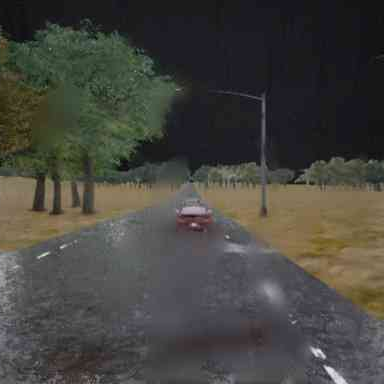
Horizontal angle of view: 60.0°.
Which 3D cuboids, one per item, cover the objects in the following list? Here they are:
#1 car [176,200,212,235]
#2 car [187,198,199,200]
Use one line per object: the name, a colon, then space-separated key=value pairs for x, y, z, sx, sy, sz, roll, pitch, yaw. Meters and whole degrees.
car: x=0.098 y=1.455 z=18.778 sx=1.882 sy=1.535 sz=5.008 roll=0 pitch=0 yaw=0
car: x=0.097 y=1.455 z=38.175 sx=2.128 sy=1.511 sz=4.902 roll=0 pitch=0 yaw=0
